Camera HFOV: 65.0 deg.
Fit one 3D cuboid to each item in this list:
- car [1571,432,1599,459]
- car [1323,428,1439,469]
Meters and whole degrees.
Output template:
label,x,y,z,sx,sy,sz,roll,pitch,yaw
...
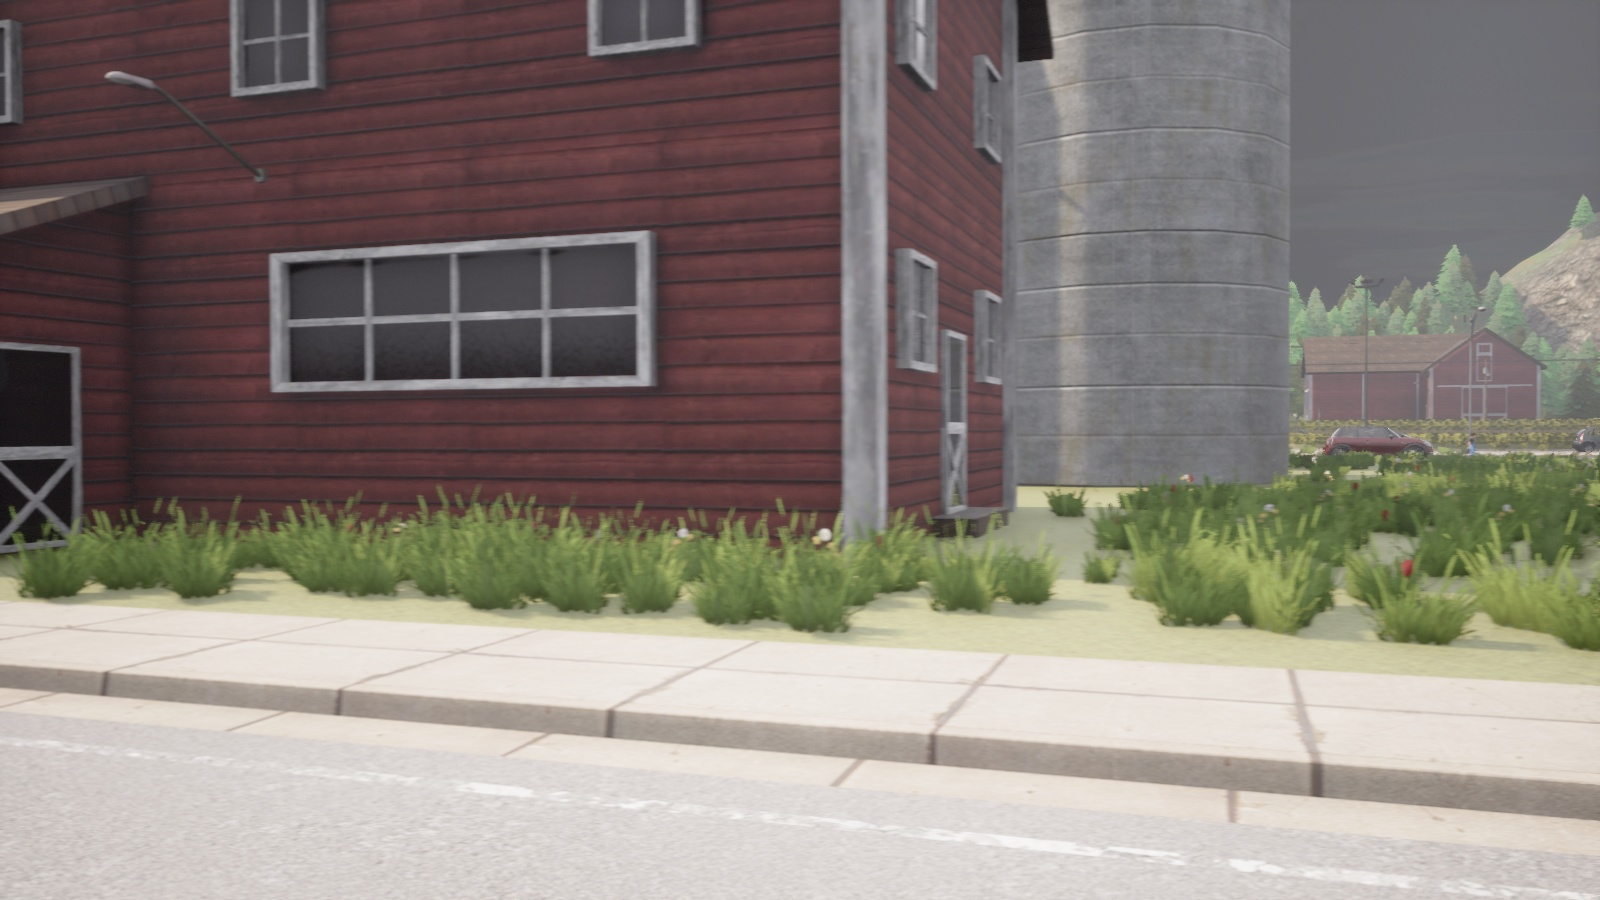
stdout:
label,x,y,z,sx,sy,sz,roll,pitch,yaw
car,49.507,-0.288,76.534,3.988,1.617,1.851,1,1,19
car,26.294,-0.103,57.025,4.553,1.767,2.097,1,1,19
